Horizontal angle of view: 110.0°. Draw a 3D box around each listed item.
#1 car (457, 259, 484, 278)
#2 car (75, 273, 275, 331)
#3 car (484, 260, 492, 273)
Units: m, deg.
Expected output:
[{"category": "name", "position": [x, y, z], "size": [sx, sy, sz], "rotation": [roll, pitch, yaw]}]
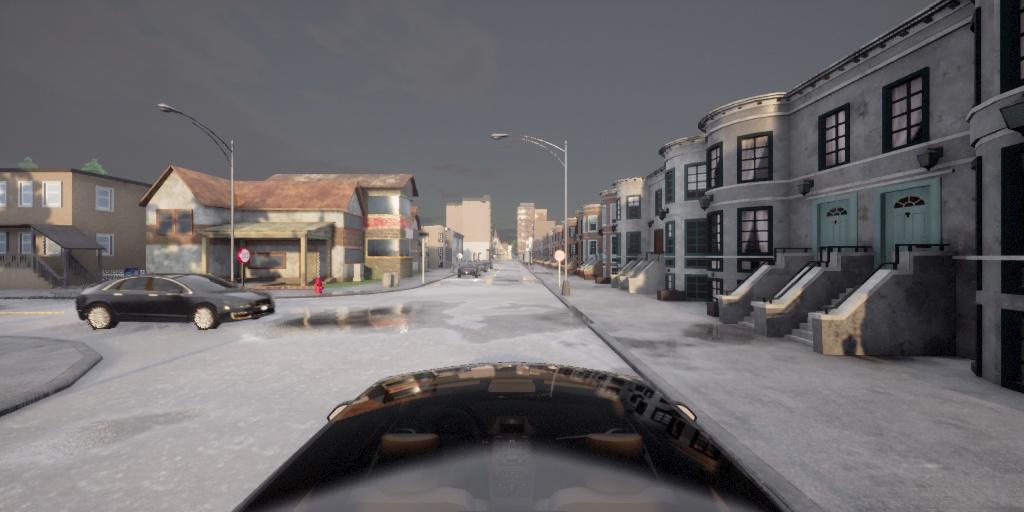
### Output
[{"category": "car", "position": [-4.015, 1.255, 34.195], "size": [1.837, 1.490, 4.892], "rotation": [0, 0, 0]}, {"category": "car", "position": [-9.608, 1.255, 10.447], "size": [4.892, 1.490, 1.837], "rotation": [0, 0, 1]}, {"category": "car", "position": [-3.980, 1.241, 43.570], "size": [2.128, 1.511, 4.902], "rotation": [0, 0, 0]}]
